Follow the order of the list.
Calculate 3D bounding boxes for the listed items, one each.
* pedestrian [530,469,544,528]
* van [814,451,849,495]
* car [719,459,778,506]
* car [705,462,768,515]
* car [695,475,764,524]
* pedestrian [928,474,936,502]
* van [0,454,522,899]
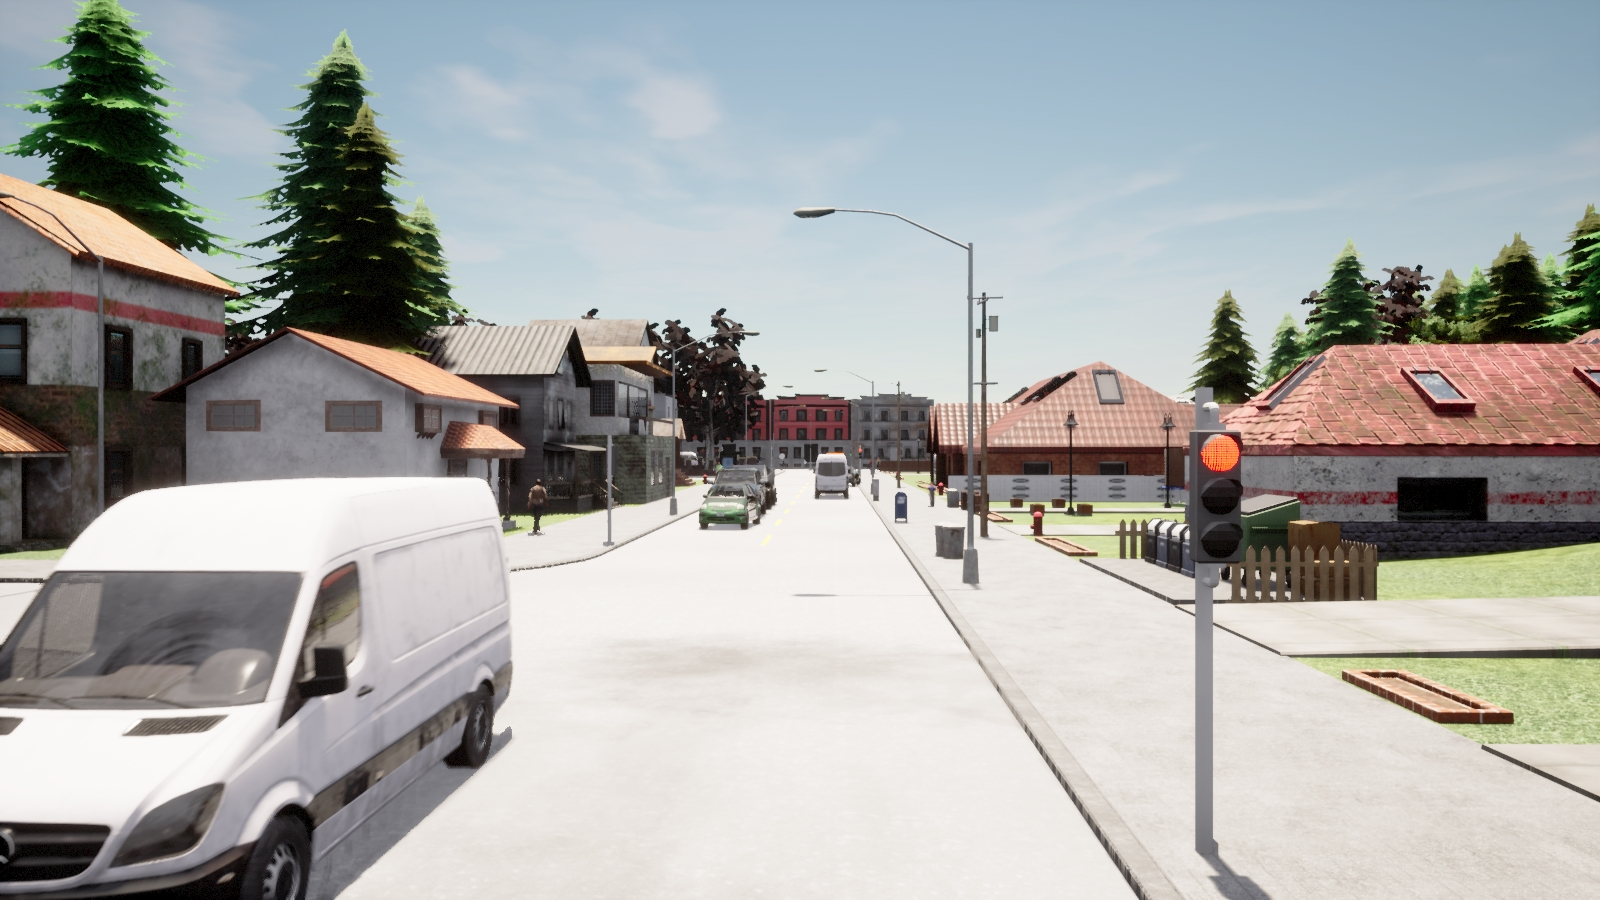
[{"bbox_3d":[-8.366,1.525,36.349,0.375,1.860,0.375,0,0,2],"label":"pedestrian"},{"bbox_3d":[1.906,1.314,68.699,1.988,2.561,5.915,0,0,2],"label":"van"},{"bbox_3d":[-2.451,1.533,55.813,2.390,2.098,6.274,0,0,2],"label":"car"},{"bbox_3d":[-2.626,1.559,48.404,2.150,2.045,5.566,0,0,2],"label":"car"},{"bbox_3d":[-2.533,1.779,41.798,1.851,1.617,3.988,0,0,7],"label":"car"},{"bbox_3d":[6.211,1.803,53.758,0.375,1.300,0.375,0,0,2],"label":"pedestrian"},{"bbox_3d":[-3.852,1.314,8.461,1.988,2.561,5.915,0,0,2],"label":"van"}]
